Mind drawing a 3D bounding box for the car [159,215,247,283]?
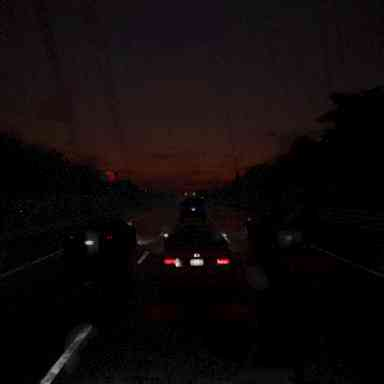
[{"bbox_3d":[0.102,1.622,9.845,2.033,1.411,5.357,0,-1,0],"label":"car"}]

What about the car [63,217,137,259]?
[{"bbox_3d":[-3.398,1.671,13.025,1.994,1.385,4.181,0,0,0],"label":"car"}]

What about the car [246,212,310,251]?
[{"bbox_3d":[3.604,1.602,14.776,1.882,1.535,5.008,0,0,0],"label":"car"}]

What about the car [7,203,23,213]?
[{"bbox_3d":[-17.582,1.855,35.175,1.837,1.490,4.892,0,-1,0],"label":"car"}]

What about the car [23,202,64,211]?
[{"bbox_3d":[-14.088,1.797,32.481,1.882,1.535,5.008,0,-1,0],"label":"car"}]

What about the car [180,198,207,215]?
[{"bbox_3d":[0.106,1.504,28.961,2.150,2.045,5.566,0,0,0],"label":"car"}]
